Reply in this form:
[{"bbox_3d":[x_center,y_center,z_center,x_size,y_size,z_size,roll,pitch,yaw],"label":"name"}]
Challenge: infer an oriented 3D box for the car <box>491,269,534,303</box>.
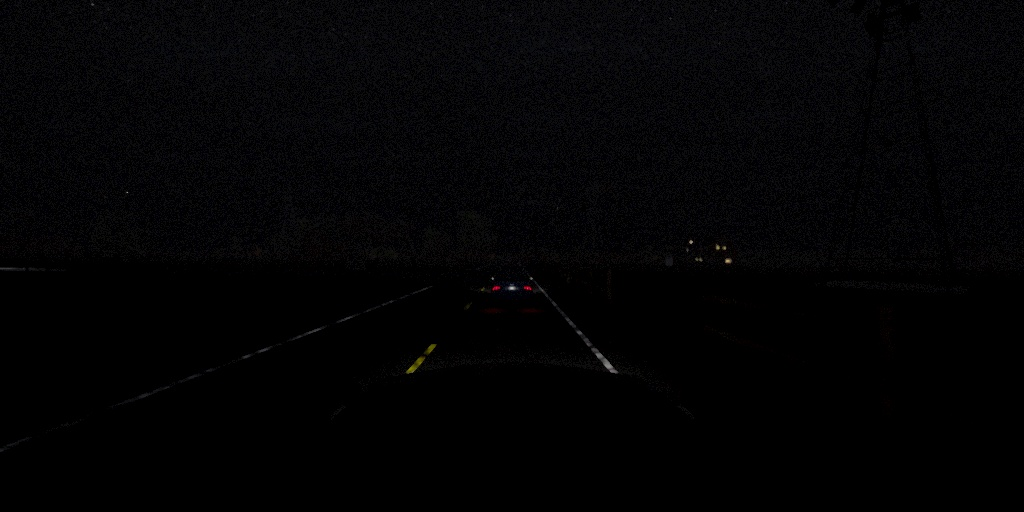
[{"bbox_3d":[0.000,1.308,16.501,2.033,1.411,5.357,0,0,0],"label":"car"}]
